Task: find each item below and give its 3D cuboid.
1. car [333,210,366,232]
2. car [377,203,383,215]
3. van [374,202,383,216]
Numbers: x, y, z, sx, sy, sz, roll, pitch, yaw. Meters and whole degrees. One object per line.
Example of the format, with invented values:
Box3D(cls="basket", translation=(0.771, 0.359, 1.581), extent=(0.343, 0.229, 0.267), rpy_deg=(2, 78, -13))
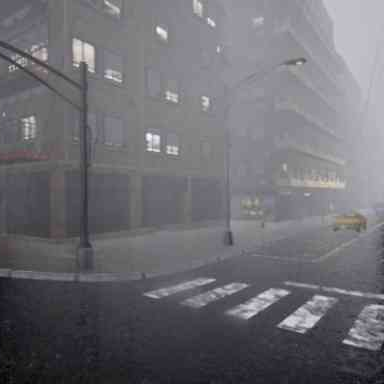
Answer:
Box3D(cls="car", translation=(11.292, 2.013, 23.768), extent=(1.752, 1.417, 4.829), rpy_deg=(-2, -2, 35))
Box3D(cls="car", translation=(27.618, 2.373, 47.029), extent=(1.967, 1.590, 4.097), rpy_deg=(-2, -2, 35))
Box3D(cls="van", translation=(24.371, 2.186, 42.408), extent=(1.690, 1.788, 3.998), rpy_deg=(-2, -2, 35))
